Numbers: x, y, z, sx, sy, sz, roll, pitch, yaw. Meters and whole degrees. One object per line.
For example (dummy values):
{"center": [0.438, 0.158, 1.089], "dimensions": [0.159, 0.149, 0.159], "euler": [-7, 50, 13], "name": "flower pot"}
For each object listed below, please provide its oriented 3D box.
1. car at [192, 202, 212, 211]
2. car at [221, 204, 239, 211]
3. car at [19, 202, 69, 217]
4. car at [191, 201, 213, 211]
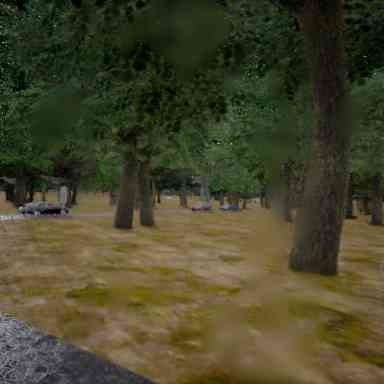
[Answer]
{"center": [1.785, 2.722, 58.502], "dimensions": [1.994, 1.385, 4.181], "euler": [0, -2, 33], "name": "car"}
{"center": [7.715, 3.134, 67.651], "dimensions": [2.033, 1.411, 5.357], "euler": [0, -2, 33], "name": "car"}
{"center": [-14.693, 1.703, 33.275], "dimensions": [2.128, 1.511, 4.902], "euler": [0, -2, 33], "name": "car"}
{"center": [2.038, 2.688, 64.434], "dimensions": [2.097, 1.767, 4.553], "euler": [0, -2, 33], "name": "car"}
